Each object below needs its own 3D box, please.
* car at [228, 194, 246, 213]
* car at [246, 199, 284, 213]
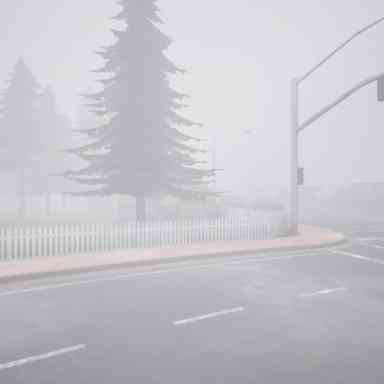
[{"bbox_3d":[4.446,1.277,38.634,2.150,2.045,5.566,0,0,-18],"label":"car"},{"bbox_3d":[8.438,1.533,37.690,1.882,1.535,5.008,0,0,-18],"label":"car"}]
